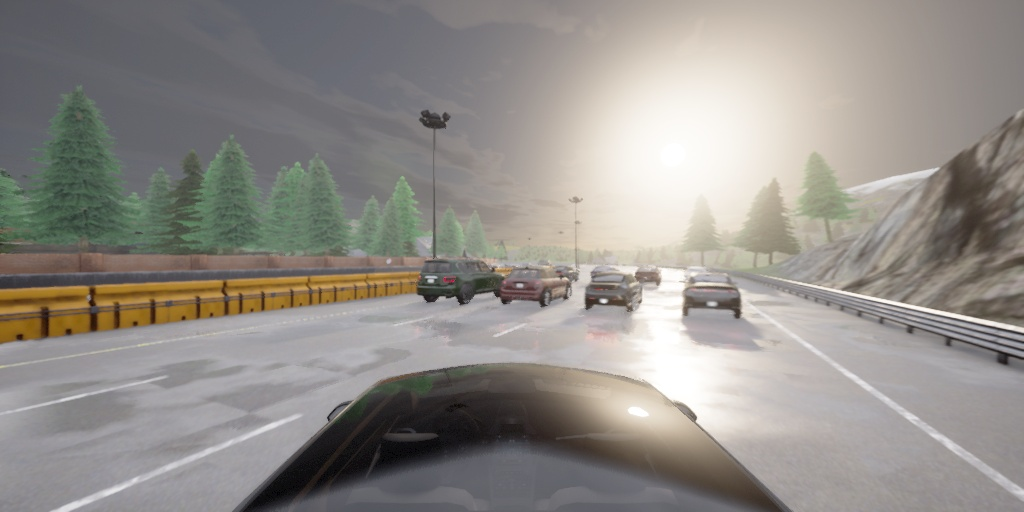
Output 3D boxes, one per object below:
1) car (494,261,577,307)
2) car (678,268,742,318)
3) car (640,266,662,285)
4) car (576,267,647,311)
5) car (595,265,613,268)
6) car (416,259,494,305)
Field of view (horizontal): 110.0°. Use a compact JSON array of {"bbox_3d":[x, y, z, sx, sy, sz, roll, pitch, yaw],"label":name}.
[{"bbox_3d":[1.268,1.278,16.875,2.097,1.767,4.553,0,-1,26],"label":"car"},{"bbox_3d":[7.606,1.378,13.902,2.128,1.511,4.902,0,-1,26],"label":"car"},{"bbox_3d":[11.258,1.544,29.613,1.882,1.535,5.008,0,0,25],"label":"car"},{"bbox_3d":[4.456,1.414,15.427,1.837,1.490,4.892,0,0,26],"label":"car"},{"bbox_3d":[8.109,1.565,31.141,1.882,1.535,5.008,0,0,25],"label":"car"},{"bbox_3d":[-2.263,1.164,17.636,2.150,2.045,5.566,0,0,26],"label":"car"}]
